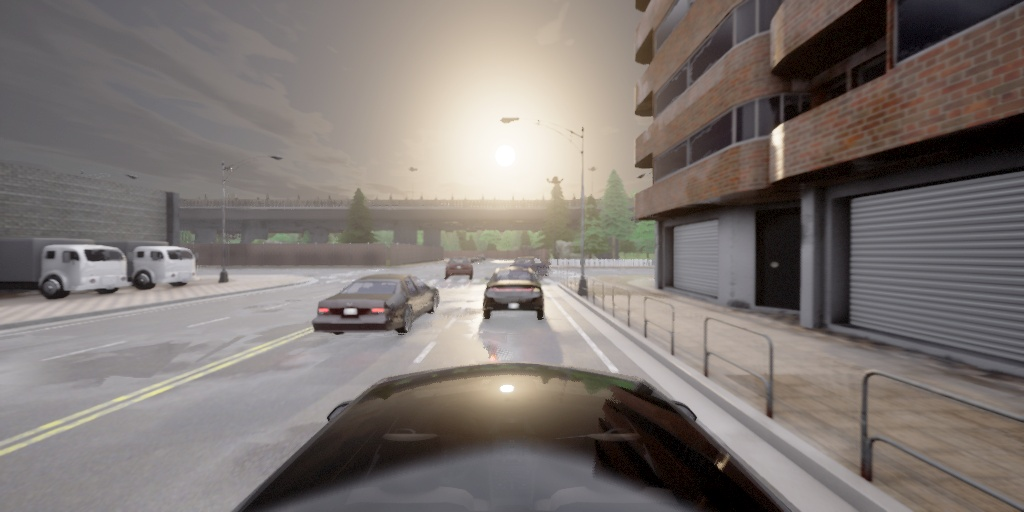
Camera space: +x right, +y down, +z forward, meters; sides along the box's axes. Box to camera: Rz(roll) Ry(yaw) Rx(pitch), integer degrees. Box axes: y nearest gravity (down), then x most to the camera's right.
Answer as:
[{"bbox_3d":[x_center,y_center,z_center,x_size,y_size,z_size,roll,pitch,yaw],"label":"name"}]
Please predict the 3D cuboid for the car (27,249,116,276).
[{"bbox_3d":[-42.967,0.574,35.057,5.566,2.045,2.150,0,1,0],"label":"car"}]

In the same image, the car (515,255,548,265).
[{"bbox_3d":[1.533,0.823,28.348,2.097,1.767,4.553,1,1,21],"label":"car"}]

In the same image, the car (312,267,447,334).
[{"bbox_3d":[-3.452,1.210,10.213,2.033,1.411,5.357,0,1,1],"label":"car"}]

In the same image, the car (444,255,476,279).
[{"bbox_3d":[-4.277,0.820,28.554,2.097,1.767,4.553,0,1,-10],"label":"car"}]

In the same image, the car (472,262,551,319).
[{"bbox_3d":[0.063,1.133,12.246,2.128,1.511,4.902,0,1,0],"label":"car"}]
